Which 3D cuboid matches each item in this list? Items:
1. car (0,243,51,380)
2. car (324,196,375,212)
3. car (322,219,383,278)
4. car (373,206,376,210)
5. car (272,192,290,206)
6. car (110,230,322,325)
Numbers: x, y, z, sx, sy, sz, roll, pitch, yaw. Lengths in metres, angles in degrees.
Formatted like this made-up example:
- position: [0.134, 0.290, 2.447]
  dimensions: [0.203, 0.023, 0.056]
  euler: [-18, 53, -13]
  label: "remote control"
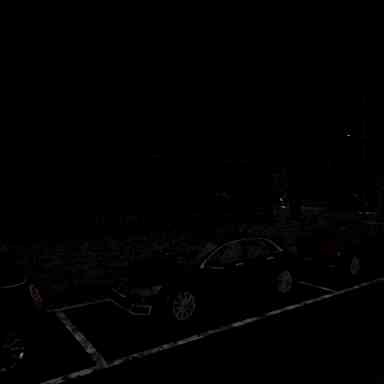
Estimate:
- position: [-3.960, 1.440, 3.827]
  dimensions: [4.097, 1.590, 1.967]
  euler: [0, 0, -35]
  label: "car"
- position: [15.795, 1.147, 33.460]
  dimensions: [1.882, 1.535, 5.008]
  euler: [0, 1, -35]
  label: "car"
- position: [4.930, 1.545, 10.159]
  dimensions: [4.507, 1.381, 1.887]
  euler: [0, 0, -35]
  label: "car"
- position: [9.374, 1.441, 13.325]
  dimensions: [4.097, 1.590, 1.967]
  euler: [0, 0, -35]
  label: "car"
- position: [10.182, 0.833, 41.316]
  dimensions: [2.097, 1.767, 4.553]
  euler: [0, 1, -35]
  label: "car"
- position: [0.485, 1.551, 6.993]
  dimensions: [4.403, 1.369, 2.008]
  euler: [0, 0, -35]
  label: "car"
